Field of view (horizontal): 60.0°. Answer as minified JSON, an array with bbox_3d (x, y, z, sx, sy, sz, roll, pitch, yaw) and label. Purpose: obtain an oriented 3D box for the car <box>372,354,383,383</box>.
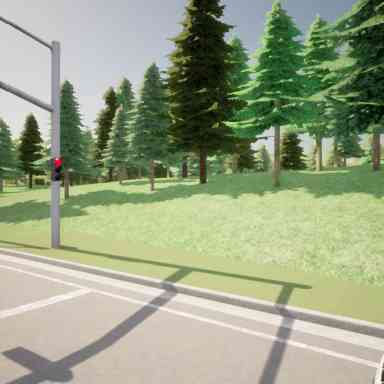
[{"bbox_3d":[3.381,1.352,1.583,4.553,1.767,2.097,0,0,35],"label":"car"}]
